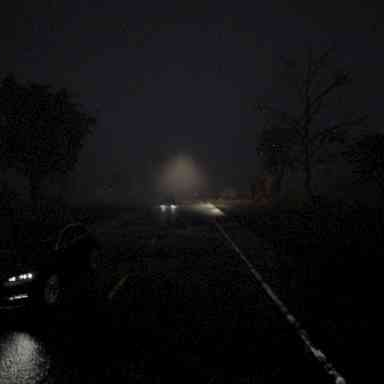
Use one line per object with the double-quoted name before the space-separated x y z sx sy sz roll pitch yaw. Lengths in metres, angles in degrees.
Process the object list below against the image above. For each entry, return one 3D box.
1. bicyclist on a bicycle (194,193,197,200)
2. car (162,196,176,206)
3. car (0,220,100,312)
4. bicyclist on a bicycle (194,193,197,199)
"bicyclist on a bicycle" 0.940 1.182 77.761 0.582 1.620 1.656 0 0 0
"car" -3.581 1.370 51.593 1.812 1.442 4.674 0 0 0
"car" -3.602 1.474 7.915 2.128 1.511 4.902 0 0 0
"bicyclist on a bicycle" 0.939 1.049 87.473 0.659 1.776 1.843 0 1 0
